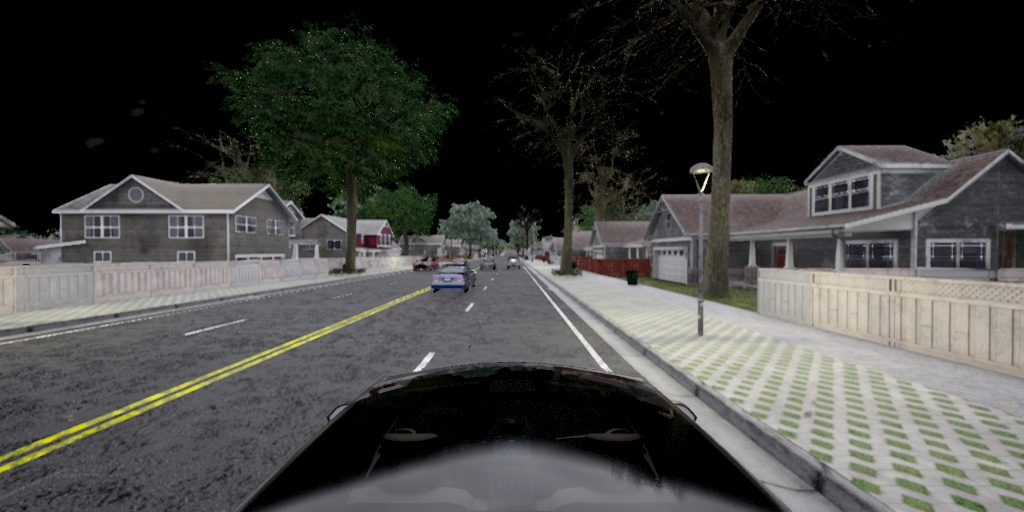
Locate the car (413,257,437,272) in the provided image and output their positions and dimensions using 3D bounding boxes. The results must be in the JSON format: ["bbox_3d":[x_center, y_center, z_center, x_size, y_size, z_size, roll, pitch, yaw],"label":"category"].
[{"bbox_3d":[-9.707,0.862,40.644,2.097,1.767,4.553,0,0,0],"label":"car"}]

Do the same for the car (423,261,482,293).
[{"bbox_3d":[-3.086,1.182,19.794,2.033,1.411,5.357,0,0,0],"label":"car"}]

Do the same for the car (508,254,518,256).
[{"bbox_3d":[0.219,0.601,62.671,2.150,2.045,5.566,0,0,0],"label":"car"}]

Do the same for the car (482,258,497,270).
[{"bbox_3d":[-2.992,0.969,45.824,2.128,1.511,4.902,0,0,0],"label":"car"}]

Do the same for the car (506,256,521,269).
[{"bbox_3d":[0.263,1.012,48.348,2.033,1.411,5.357,0,0,1],"label":"car"}]

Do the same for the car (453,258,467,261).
[{"bbox_3d":[-6.443,0.982,43.951,2.128,1.511,4.902,0,0,0],"label":"car"}]
